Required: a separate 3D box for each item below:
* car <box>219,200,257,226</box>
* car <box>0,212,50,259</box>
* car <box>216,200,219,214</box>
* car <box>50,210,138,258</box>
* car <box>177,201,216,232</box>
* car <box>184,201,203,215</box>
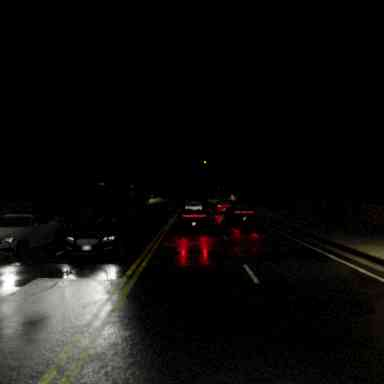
[{"bbox_3d":[3.353,1.498,23.668,2.128,1.511,4.902,0,0,0],"label":"car"},{"bbox_3d":[-6.574,1.531,12.751,1.812,1.442,4.674,0,0,0],"label":"car"},{"bbox_3d":[3.331,1.535,35.535,1.812,1.442,4.674,0,0,0],"label":"car"},{"bbox_3d":[-3.326,1.496,12.955,2.128,1.511,4.902,0,0,0],"label":"car"},{"bbox_3d":[0.104,1.497,20.198,2.128,1.511,4.902,0,0,0],"label":"car"},{"bbox_3d":[0.103,1.610,35.040,1.895,1.301,4.718,0,0,0],"label":"car"}]
